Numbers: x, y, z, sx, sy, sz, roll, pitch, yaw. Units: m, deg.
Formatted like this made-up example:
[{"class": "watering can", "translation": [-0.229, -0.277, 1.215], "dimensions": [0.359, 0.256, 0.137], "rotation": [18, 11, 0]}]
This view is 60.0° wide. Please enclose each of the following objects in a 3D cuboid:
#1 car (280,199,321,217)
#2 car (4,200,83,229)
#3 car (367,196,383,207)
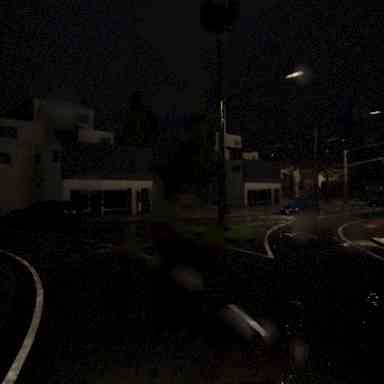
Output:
[{"class": "car", "translation": [9.550, 1.352, 29.016], "dimensions": [4.674, 1.442, 1.812], "rotation": [-1, 0, -43]}, {"class": "car", "translation": [-9.388, 1.330, 20.979], "dimensions": [4.553, 1.767, 2.097], "rotation": [0, 0, 9]}, {"class": "car", "translation": [24.925, 1.225, 43.870], "dimensions": [5.357, 1.411, 2.033], "rotation": [-1, 0, -44]}]
